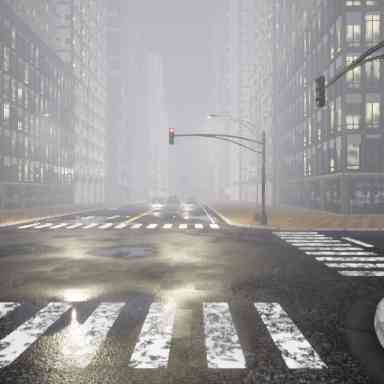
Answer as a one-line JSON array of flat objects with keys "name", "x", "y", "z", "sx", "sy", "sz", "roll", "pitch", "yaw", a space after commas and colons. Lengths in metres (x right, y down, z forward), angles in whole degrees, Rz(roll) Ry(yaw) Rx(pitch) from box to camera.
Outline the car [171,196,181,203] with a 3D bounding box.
[{"name": "car", "x": -3.304, "y": 1.565, "z": 70.121, "sx": 1.895, "sy": 1.301, "sz": 4.718, "roll": 0, "pitch": 0, "yaw": 0}]

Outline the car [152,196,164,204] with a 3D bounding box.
[{"name": "car", "x": -6.550, "y": 1.608, "z": 64.255, "sx": 2.128, "sy": 1.511, "sz": 4.902, "roll": 0, "pitch": 0, "yaw": 0}]

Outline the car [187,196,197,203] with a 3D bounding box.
[{"name": "car", "x": -0.054, "y": 1.540, "z": 70.510, "sx": 1.994, "sy": 1.385, "sz": 4.181, "roll": 0, "pitch": 0, "yaw": 0}]

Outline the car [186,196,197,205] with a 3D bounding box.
[{"name": "car", "x": -0.046, "y": 1.703, "z": 60.537, "sx": 1.895, "sy": 1.301, "sz": 4.718, "roll": 0, "pitch": 0, "yaw": 0}]

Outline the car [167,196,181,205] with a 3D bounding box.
[{"name": "car", "x": -3.296, "y": 1.453, "z": 60.060, "sx": 2.097, "sy": 1.767, "sz": 4.553, "roll": 0, "pitch": 0, "yaw": 0}]
